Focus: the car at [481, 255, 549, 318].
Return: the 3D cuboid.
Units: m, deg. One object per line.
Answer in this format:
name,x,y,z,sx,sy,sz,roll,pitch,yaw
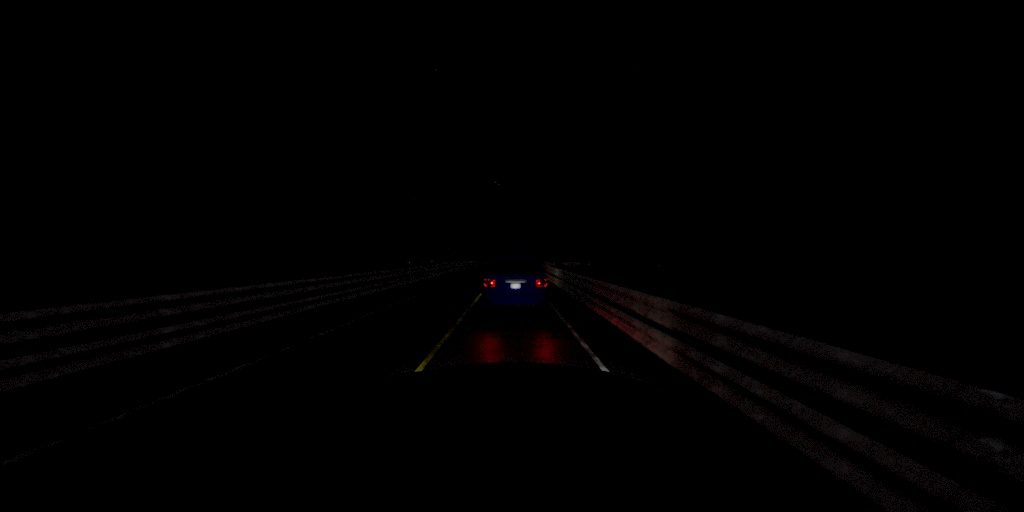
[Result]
car,0.108,0.979,13.247,2.150,2.045,5.566,0,0,0
